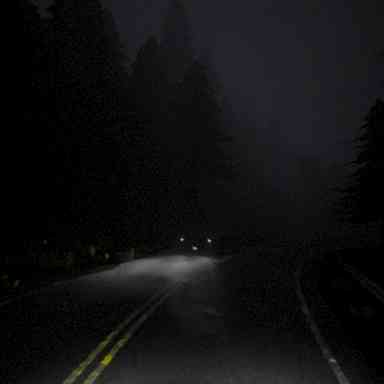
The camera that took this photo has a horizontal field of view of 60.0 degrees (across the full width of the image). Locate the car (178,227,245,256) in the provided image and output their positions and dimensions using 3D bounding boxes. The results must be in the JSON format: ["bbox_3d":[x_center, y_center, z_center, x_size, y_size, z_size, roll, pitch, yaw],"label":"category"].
[{"bbox_3d":[1.146,2.526,17.503,1.895,1.301,4.718,-2,-6,28],"label":"car"}]
